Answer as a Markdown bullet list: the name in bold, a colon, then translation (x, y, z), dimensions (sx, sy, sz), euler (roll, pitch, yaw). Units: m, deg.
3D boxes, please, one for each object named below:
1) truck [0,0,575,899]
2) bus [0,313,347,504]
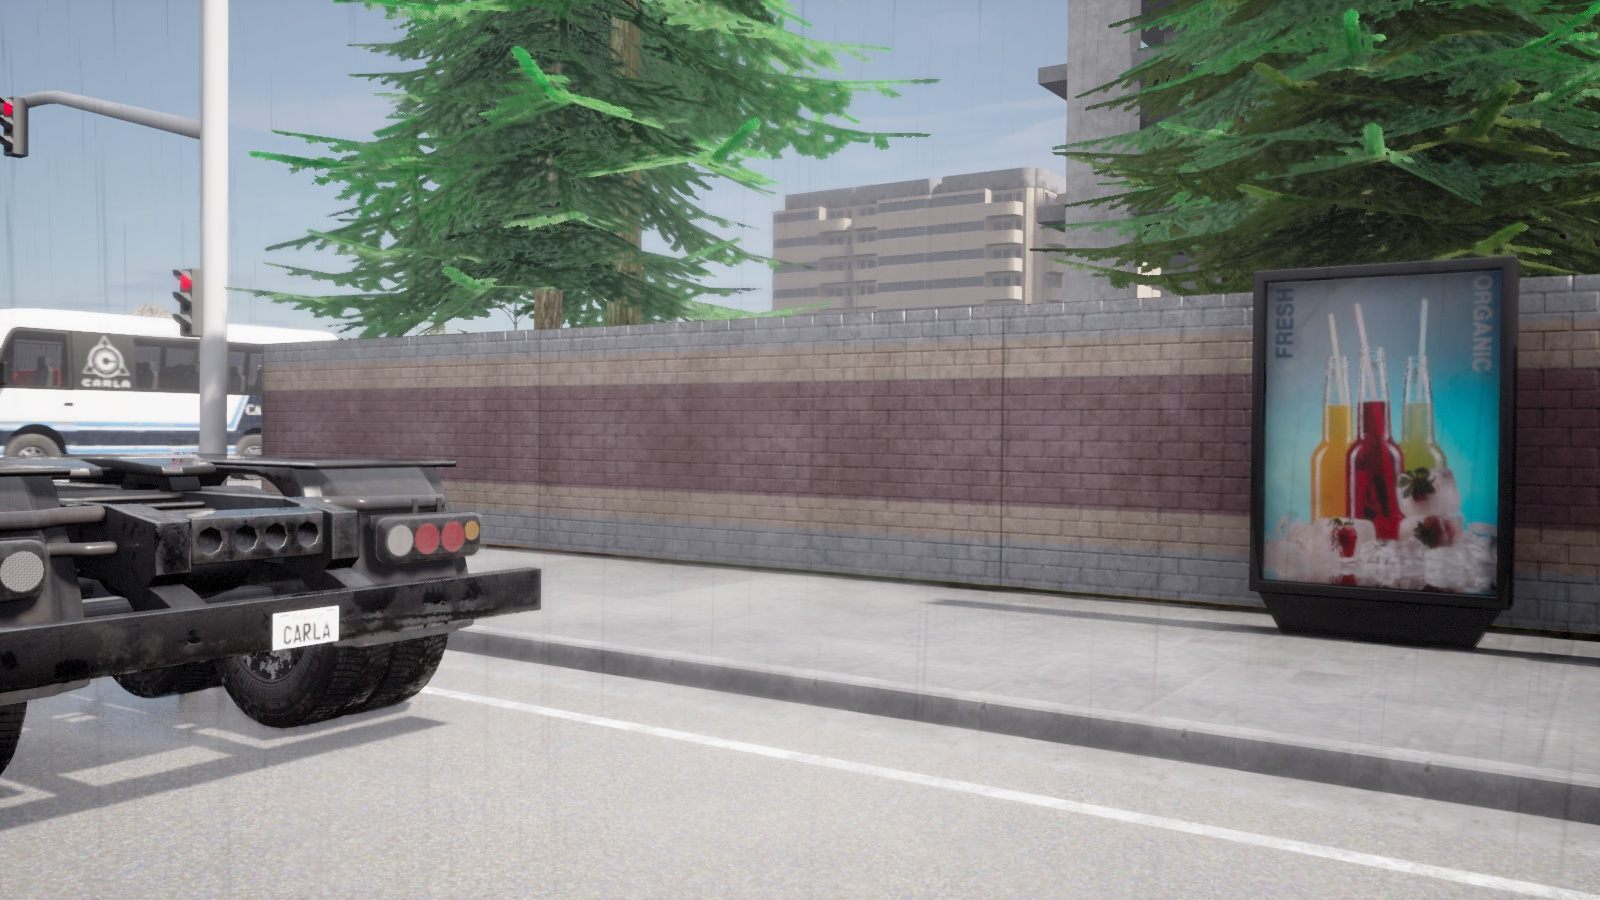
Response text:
- **truck**: translation (-5.216, -0.300, 7.067), dimensions (7.936, 3.462, 2.891), euler (0, 1, 34)
- **bus**: translation (-17.273, -0.984, 32.179), dimensions (3.944, 4.253, 10.273), euler (0, 1, 33)
